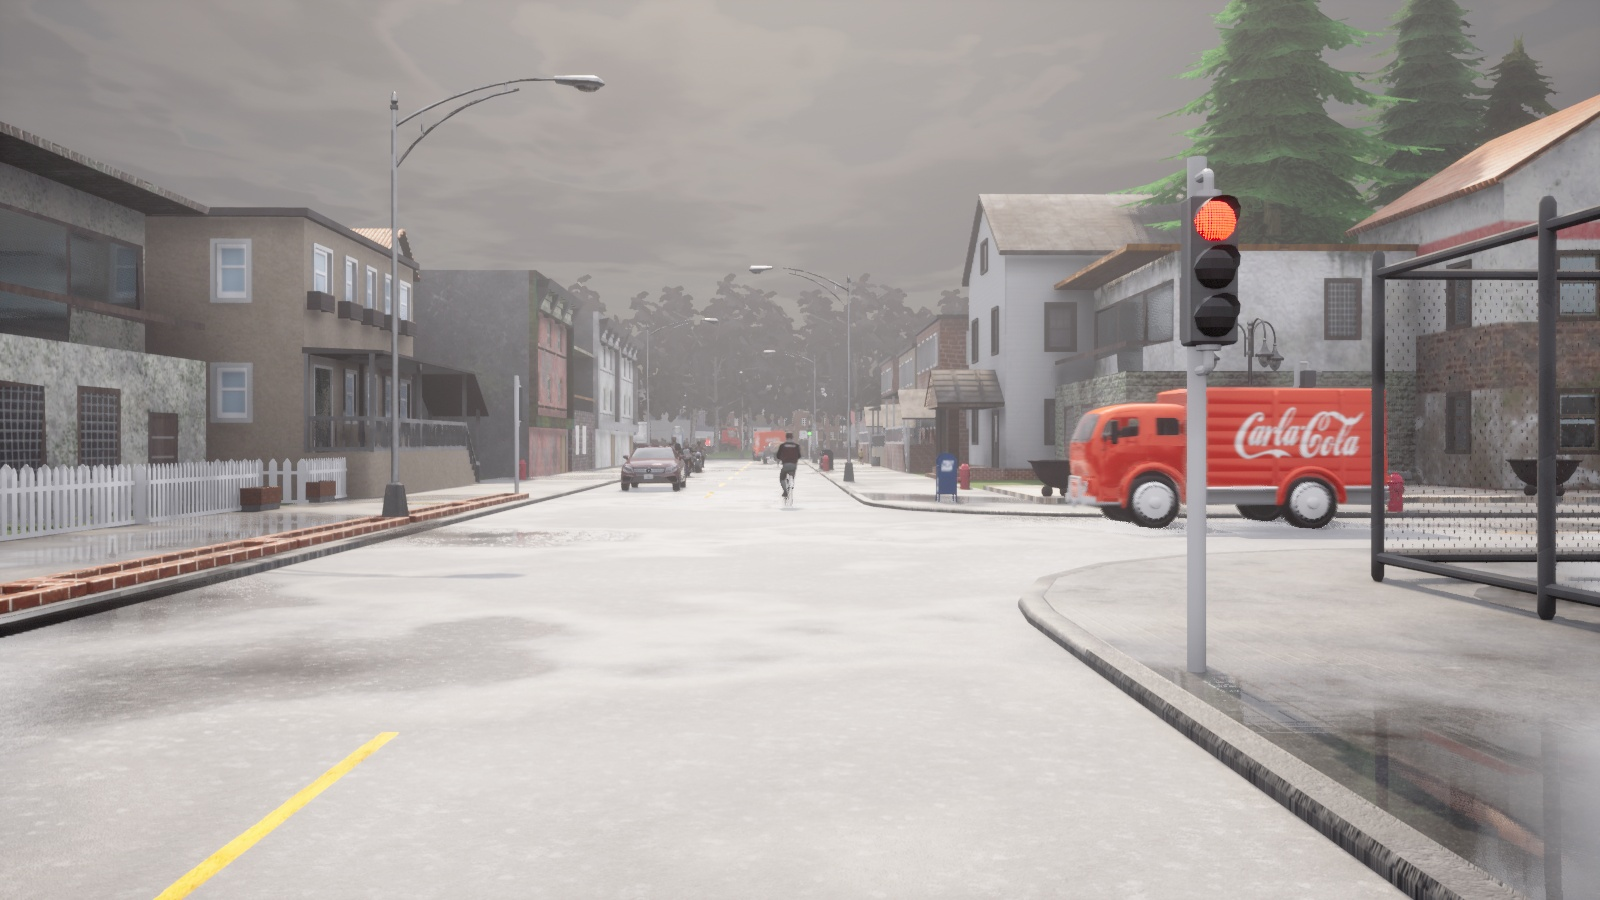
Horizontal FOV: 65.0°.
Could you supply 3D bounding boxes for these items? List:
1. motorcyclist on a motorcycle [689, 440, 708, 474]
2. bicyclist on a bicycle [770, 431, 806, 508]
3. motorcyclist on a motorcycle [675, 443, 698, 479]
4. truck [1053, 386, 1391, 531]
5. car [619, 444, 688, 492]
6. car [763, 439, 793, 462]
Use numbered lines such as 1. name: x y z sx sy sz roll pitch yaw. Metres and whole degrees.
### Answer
1. motorcyclist on a motorcycle: -5.101 0.336 63.268 0.766 1.649 2.350 0 0 -1
2. bicyclist on a bicycle: -0.300 0.448 29.872 0.659 1.776 1.843 1 0 -6
3. motorcyclist on a motorcycle: -4.953 0.467 55.038 0.866 1.530 2.191 0 0 -1
4. truck: 7.470 0.137 22.723 5.204 2.467 2.627 0 0 -1
5. car: -4.706 0.538 40.827 1.812 1.442 4.674 0 0 -2
6. car: -1.628 0.002 92.507 2.152 1.651 5.027 0 0 -1
